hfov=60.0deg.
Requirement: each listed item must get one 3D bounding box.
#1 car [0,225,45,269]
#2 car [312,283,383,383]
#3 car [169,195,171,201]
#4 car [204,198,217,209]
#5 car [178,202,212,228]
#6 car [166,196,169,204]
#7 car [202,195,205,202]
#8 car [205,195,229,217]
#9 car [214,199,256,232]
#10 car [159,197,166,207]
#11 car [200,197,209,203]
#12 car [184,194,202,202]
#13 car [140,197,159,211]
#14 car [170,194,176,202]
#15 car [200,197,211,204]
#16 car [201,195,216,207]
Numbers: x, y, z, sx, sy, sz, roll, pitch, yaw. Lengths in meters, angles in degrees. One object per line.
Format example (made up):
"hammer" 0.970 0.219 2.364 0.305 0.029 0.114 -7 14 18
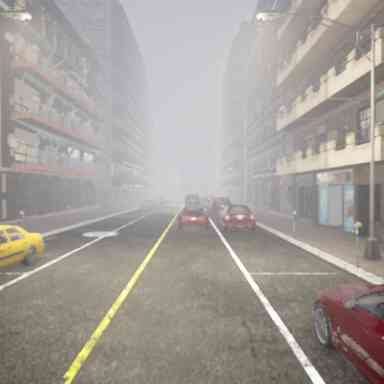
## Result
"car" -5.704 1.538 8.981 1.752 1.417 4.829 -1 0 0
"car" 2.679 1.587 3.457 1.802 1.307 4.206 -1 0 0
"car" -5.717 1.673 65.789 1.947 1.339 4.313 -1 0 0
"car" 2.666 1.603 48.937 1.752 1.417 4.829 -1 0 0
"car" 0.094 1.595 22.254 1.994 1.385 4.181 0 0 0
"car" -5.718 1.537 60.126 1.967 1.590 4.097 -1 0 0
"car" 2.666 1.372 37.439 2.192 1.841 5.009 -1 0 0
"car" 2.667 1.363 31.776 2.192 1.841 5.009 -1 0 0
"car" 2.672 1.470 20.448 1.967 1.590 4.097 -1 0 0
"car" -5.715 1.612 54.292 1.752 1.417 4.829 -1 0 0
"car" 2.661 1.684 71.422 1.947 1.339 4.313 -1 0 0
"car" 0.089 1.291 45.954 2.150 2.045 5.566 0 0 0
"car" -5.713 1.593 42.964 1.752 1.417 4.829 -1 0 0
"car" -5.722 1.665 82.611 1.752 1.417 4.829 -1 0 0
"car" 2.663 1.673 65.758 1.947 1.339 4.313 -1 0 0
"car" 2.662 1.402 54.431 2.192 1.841 5.009 -1 0 0
